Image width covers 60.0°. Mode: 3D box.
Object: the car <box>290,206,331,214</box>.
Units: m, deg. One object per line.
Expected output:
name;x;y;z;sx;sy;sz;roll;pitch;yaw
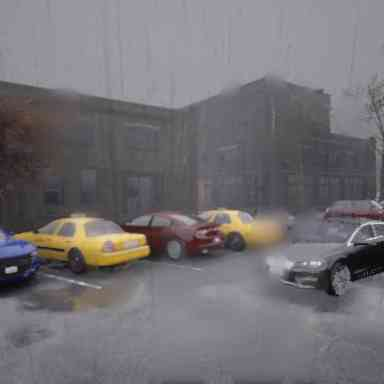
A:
car;3.637;1.438;15.642;4.792;1.488;2.163;-1;-1;35

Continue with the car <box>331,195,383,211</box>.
car;10.817;1.224;20.816;4.553;1.767;2.185;-1;-1;35

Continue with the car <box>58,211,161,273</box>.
car;-3.780;1.467;10.604;5.366;1.575;1.946;-1;0;35

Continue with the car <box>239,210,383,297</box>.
car;3.812;1.439;8.555;4.902;1.511;2.128;0;0;-35

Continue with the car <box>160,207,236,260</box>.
car;-1.209;1.447;12.224;5.008;1.535;2.097;-1;0;34

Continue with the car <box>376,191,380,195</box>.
car;31.919;0.845;55.033;2.435;2.045;5.566;0;1;36

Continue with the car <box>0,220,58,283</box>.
car;-6.039;1.487;8.784;5.008;1.535;2.097;-1;-1;35

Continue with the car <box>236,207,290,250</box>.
car;1.043;1.428;14.033;5.366;1.575;1.946;-1;0;35
